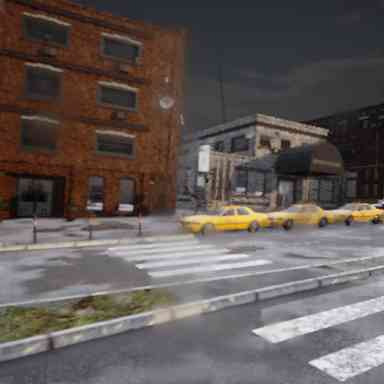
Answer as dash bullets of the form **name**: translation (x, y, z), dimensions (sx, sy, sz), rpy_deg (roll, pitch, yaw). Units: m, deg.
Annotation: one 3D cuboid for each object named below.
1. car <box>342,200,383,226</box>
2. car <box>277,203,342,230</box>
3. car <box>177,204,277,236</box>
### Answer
- **car**: translation (11.474, 1.471, 23.597), dimensions (5.366, 1.575, 1.946), rpy_deg (0, 0, -29)
- **car**: translation (6.649, 1.458, 20.906), dimensions (5.366, 1.575, 1.946), rpy_deg (0, 0, -29)
- **car**: translation (1.821, 1.448, 18.224), dimensions (5.366, 1.575, 1.946), rpy_deg (0, 0, -29)
